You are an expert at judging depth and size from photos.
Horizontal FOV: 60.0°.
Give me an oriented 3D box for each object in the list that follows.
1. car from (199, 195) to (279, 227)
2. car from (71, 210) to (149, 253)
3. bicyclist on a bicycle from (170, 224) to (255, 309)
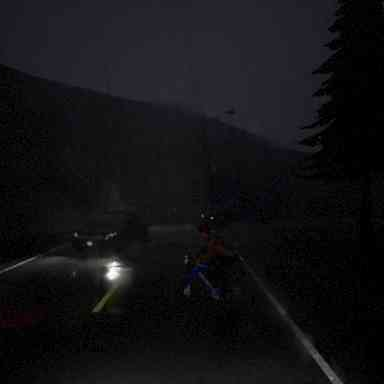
[{"bbox_3d":[3.250,1.206,22.603,5.566,2.045,2.150,0,0,-22],"label":"car"},{"bbox_3d":[-3.148,1.516,13.843,1.812,1.442,4.674,0,0,10],"label":"car"},{"bbox_3d":[0.386,1.448,6.369,1.656,1.620,0.582,0,0,0],"label":"bicyclist on a bicycle"}]
